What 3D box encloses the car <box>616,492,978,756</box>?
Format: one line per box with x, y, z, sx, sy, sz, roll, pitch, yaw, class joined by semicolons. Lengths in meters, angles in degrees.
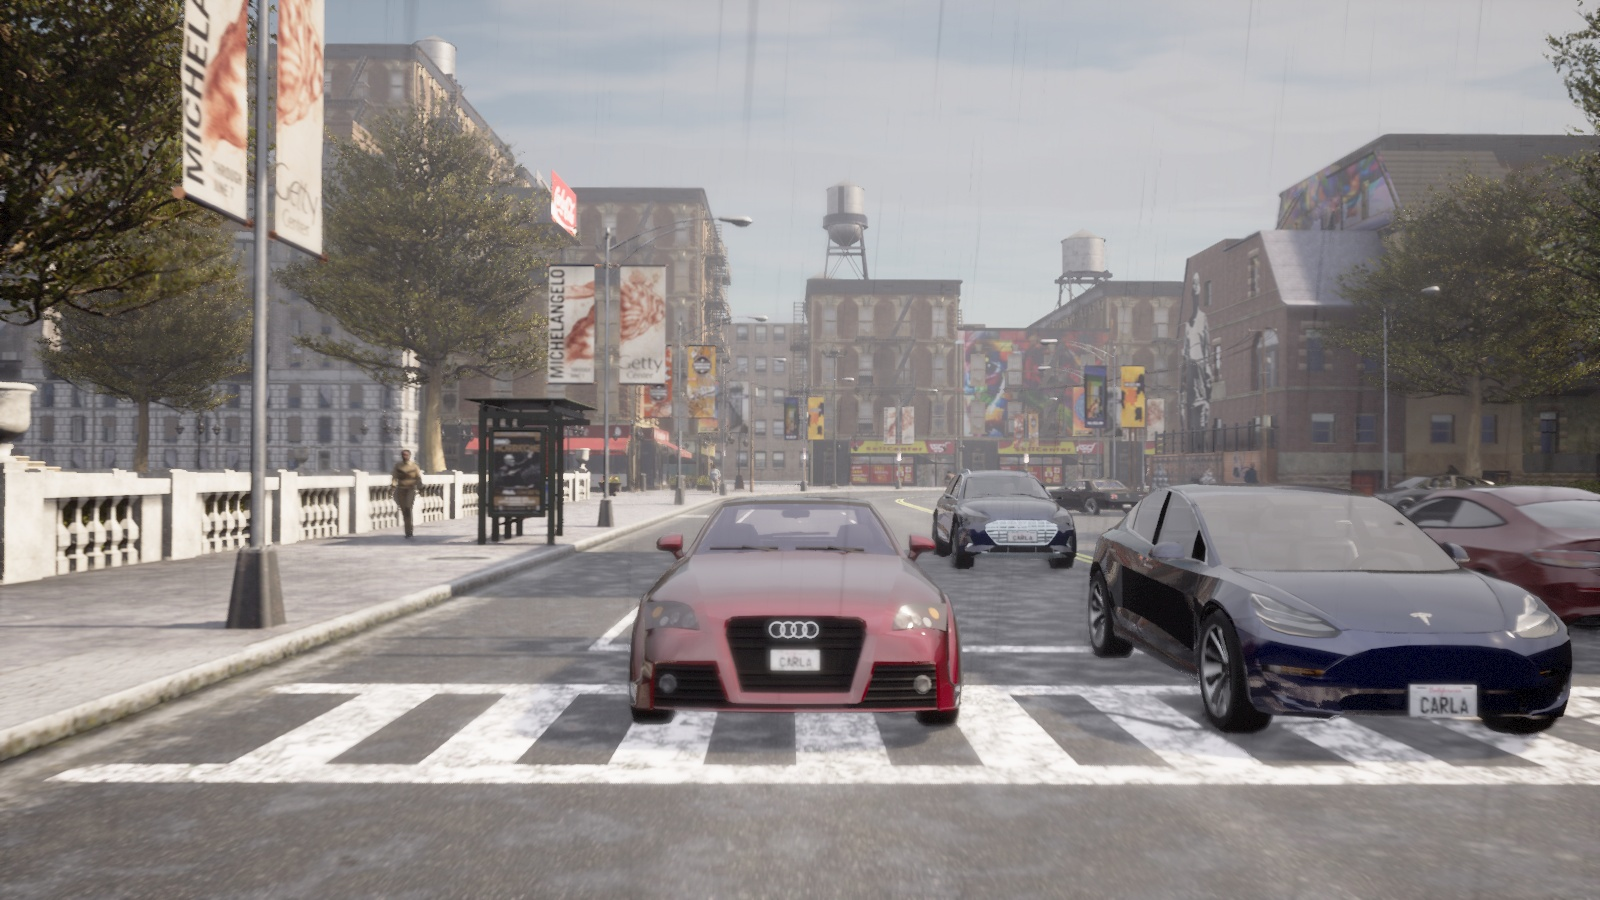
-0.021;1.030;9.039;1.994;1.385;4.181;0;-1;0;car

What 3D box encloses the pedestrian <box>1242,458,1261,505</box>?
17.650;1.223;49.092;0.402;1.842;0.726;0;-1;-10;pedestrian

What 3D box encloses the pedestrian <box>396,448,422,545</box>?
-7.916;0.929;25.434;0.396;1.930;0.692;0;-1;-8;pedestrian

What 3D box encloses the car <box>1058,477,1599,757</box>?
3.479;0.955;9.214;2.163;1.488;4.792;0;-1;0;car

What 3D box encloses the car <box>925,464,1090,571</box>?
3.447;1.097;21.825;2.033;1.649;4.856;0;-1;0;car

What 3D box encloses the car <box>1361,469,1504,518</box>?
20.348;1.392;40.505;3.705;1.549;1.789;0;-1;1;car

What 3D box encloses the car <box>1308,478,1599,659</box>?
6.970;1.024;12.610;1.812;1.442;4.674;0;-1;0;car

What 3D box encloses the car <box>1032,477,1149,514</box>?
10.810;1.660;47.061;1.895;1.301;4.718;0;-1;-22;car

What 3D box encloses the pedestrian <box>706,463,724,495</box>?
-4.967;1.719;73.359;0.874;1.855;0.900;0;-1;7;pedestrian
